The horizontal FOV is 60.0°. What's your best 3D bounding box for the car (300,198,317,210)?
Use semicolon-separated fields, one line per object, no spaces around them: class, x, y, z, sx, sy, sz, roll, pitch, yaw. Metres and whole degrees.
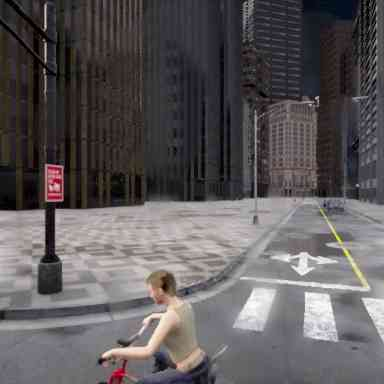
car;16.210;1.618;46.122;1.812;1.442;4.674;0;0;20

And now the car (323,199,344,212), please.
car;17.518;1.634;40.782;2.033;1.411;5.357;0;0;20

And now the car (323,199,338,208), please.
car;21.005;1.709;50.636;1.895;1.301;4.718;0;0;20

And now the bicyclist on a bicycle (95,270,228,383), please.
bicyclist on a bicycle;-0.317;1.436;2.717;1.509;1.612;0.866;0;0;20
